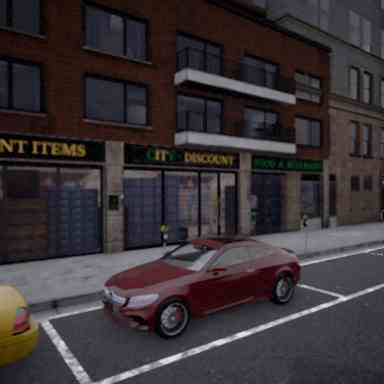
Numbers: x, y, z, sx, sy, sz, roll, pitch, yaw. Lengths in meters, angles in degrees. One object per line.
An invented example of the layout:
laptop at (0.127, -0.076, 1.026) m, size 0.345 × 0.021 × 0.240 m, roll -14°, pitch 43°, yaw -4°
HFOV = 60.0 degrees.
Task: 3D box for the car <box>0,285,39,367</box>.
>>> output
car at (-4.181, 1.535, 3.207) m, size 4.829 × 1.417 × 1.752 m, roll 0°, pitch 0°, yaw -35°

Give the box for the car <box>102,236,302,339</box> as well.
car at (0.399, 1.560, 6.469) m, size 4.206 × 1.307 × 1.802 m, roll 0°, pitch 0°, yaw -35°
